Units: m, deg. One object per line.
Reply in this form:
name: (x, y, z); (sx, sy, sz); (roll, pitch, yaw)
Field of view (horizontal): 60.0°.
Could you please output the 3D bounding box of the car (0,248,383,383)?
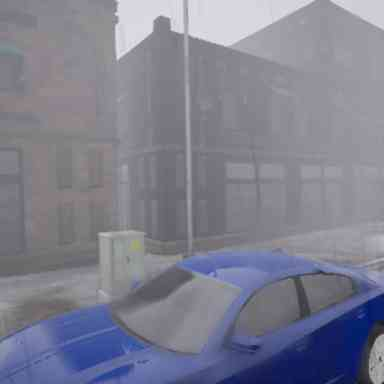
car: (0.414, 1.468, 3.667); (5.008, 1.535, 1.882); (0, 0, -35)
